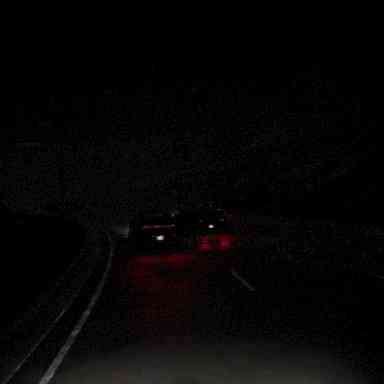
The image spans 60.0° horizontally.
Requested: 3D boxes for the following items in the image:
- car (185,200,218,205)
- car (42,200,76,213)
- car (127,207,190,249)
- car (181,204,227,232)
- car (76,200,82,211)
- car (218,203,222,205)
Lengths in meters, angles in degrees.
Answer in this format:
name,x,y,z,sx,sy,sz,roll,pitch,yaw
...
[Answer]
name,x,y,z,sx,sy,sz,roll,pitch,yaw
car,0.124,1.571,29.928,1.812,1.442,4.674,-1,0,-27
car,-17.625,1.976,43.242,2.033,1.411,5.357,-1,0,-44
car,-1.806,1.552,14.977,2.128,1.511,4.902,-1,0,-14
car,0.338,1.626,20.399,1.895,1.301,4.718,-1,0,-19
car,-17.566,1.940,48.048,1.837,1.490,4.892,0,-1,-42
car,1.516,1.550,34.791,1.812,1.442,4.674,-1,0,-29
